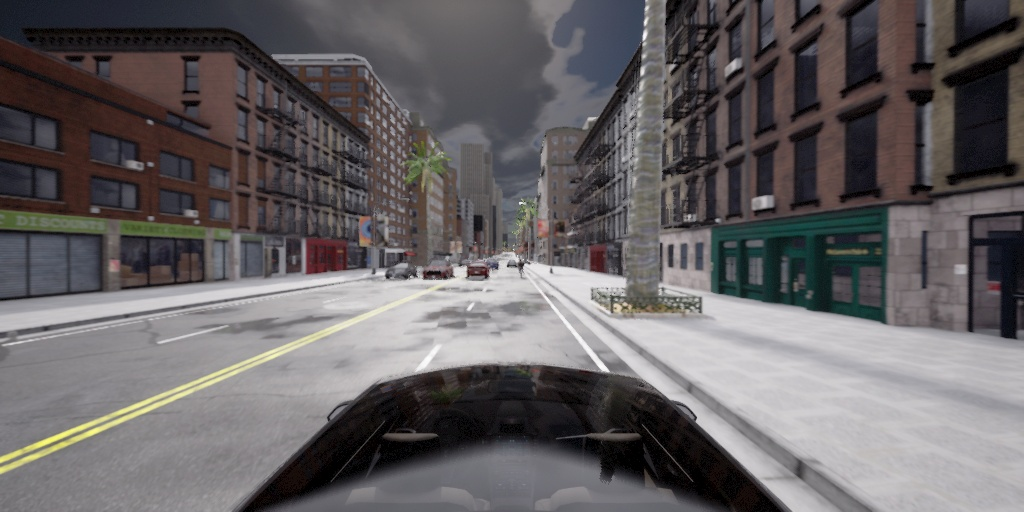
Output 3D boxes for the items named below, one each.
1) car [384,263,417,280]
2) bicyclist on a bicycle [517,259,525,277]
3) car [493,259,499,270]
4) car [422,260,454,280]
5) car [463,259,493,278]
[{"bbox_3d":[-9.844,1.324,32.208,1.812,1.442,4.674,0,0,0],"label":"car"},{"bbox_3d":[0.898,1.175,33.994,0.659,1.776,1.843,0,0,0],"label":"bicyclist on a bicycle"},{"bbox_3d":[-3.143,1.248,57.196,2.097,1.767,4.553,0,0,0],"label":"car"},{"bbox_3d":[-6.587,1.151,32.359,2.097,1.767,4.553,0,0,0],"label":"car"},{"bbox_3d":[-3.146,1.282,34.244,1.882,1.535,5.008,0,0,0],"label":"car"}]
